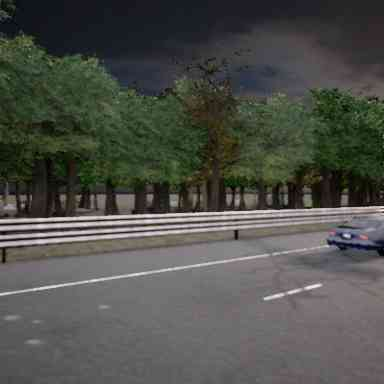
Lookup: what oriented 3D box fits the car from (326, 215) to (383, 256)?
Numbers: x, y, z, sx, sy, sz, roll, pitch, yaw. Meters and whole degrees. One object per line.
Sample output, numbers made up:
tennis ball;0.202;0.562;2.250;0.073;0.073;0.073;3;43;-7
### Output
car;7.734;1.677;13.674;5.357;1.411;2.033;1;0;-35
